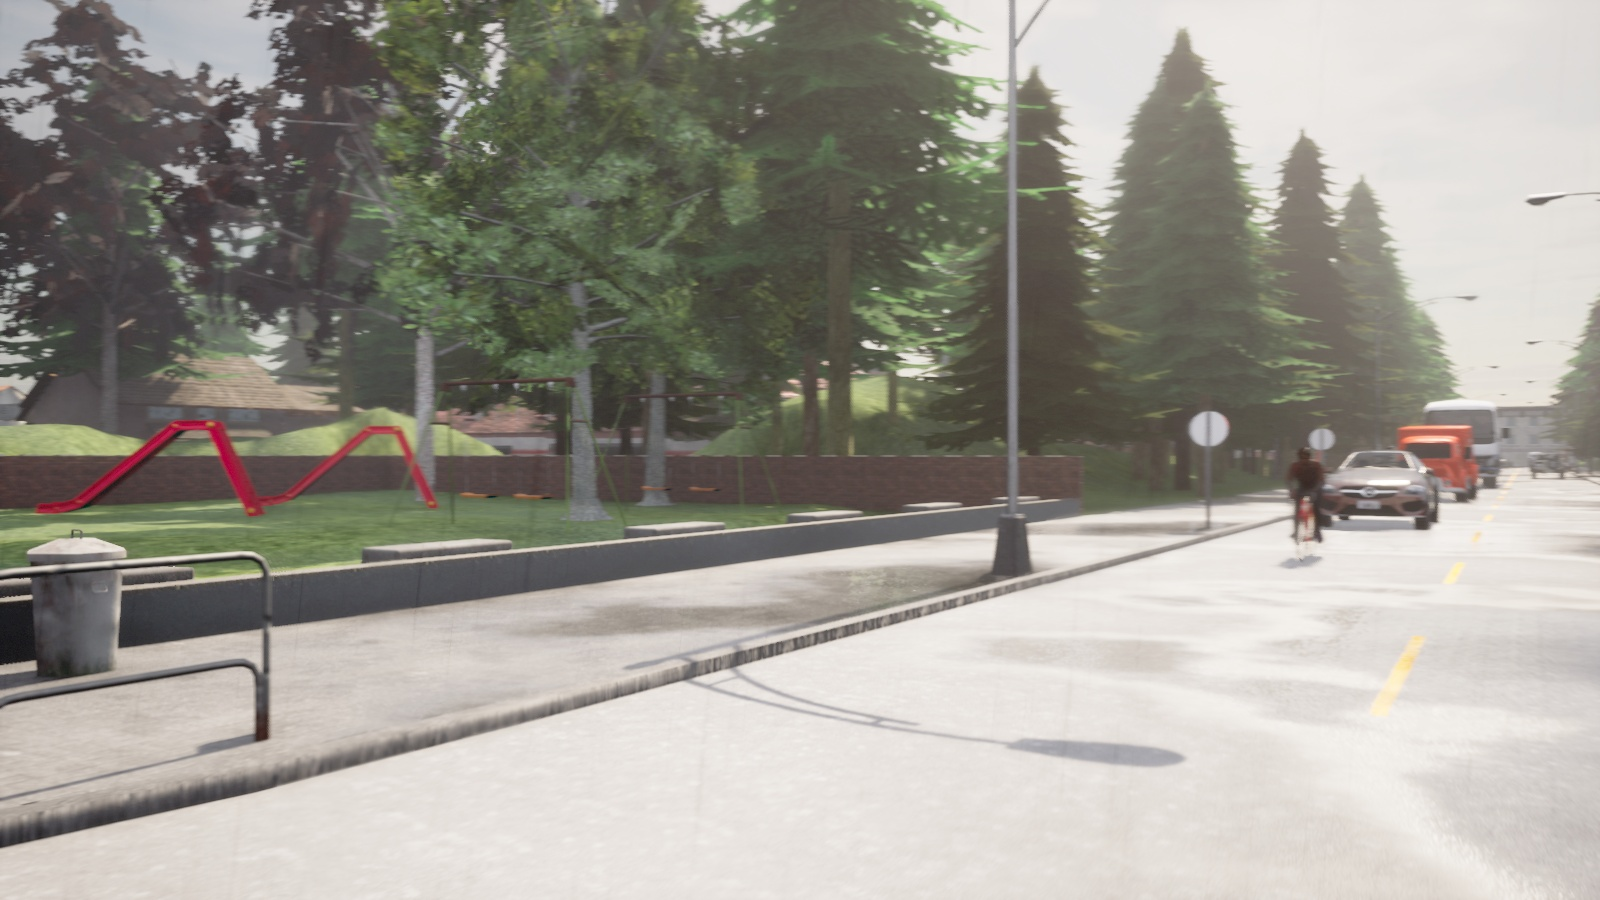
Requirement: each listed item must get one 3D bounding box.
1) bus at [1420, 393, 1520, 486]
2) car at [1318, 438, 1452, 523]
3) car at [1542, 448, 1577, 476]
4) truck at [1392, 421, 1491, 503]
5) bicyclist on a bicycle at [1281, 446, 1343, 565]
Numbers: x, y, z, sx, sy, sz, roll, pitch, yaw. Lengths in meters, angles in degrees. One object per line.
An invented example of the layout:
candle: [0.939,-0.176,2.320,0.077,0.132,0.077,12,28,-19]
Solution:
bus: [33.435,-0.460,62.420,3.944,4.253,10.273,0,0,30]
car: [12.740,0.605,27.163,2.152,1.651,5.027,0,0,30]
car: [51.090,0.773,84.542,1.932,1.855,4.605,0,0,30]
truck: [21.930,0.343,42.814,2.627,2.467,5.204,0,2,31]
bicyclist on a bicycle: [7.308,0.755,17.892,0.582,1.620,1.656,0,0,30]
